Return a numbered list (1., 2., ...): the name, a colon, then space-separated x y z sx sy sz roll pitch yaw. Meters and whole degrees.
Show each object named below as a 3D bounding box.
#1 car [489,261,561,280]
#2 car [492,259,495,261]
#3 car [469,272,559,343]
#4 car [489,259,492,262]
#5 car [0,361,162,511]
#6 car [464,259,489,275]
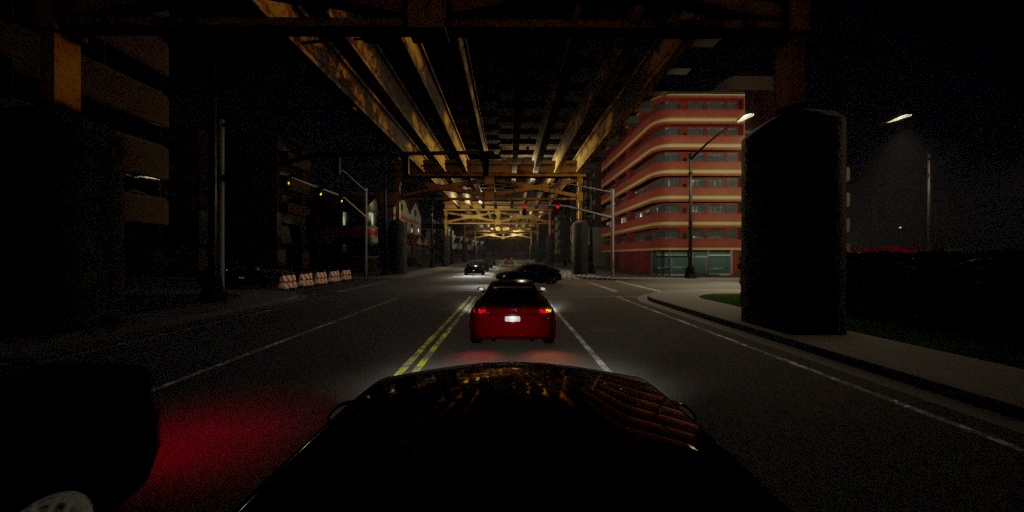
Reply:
1. car: 1.109 1.276 24.462 4.674 1.442 1.812 0 -1 -21
2. car: -4.101 1.264 57.875 1.812 1.442 4.674 0 0 0
3. car: 0.006 1.314 9.663 1.994 1.385 4.181 0 0 0
4. car: -4.016 1.351 47.553 1.895 1.301 4.718 0 0 0
5. car: -3.594 1.227 0.581 1.882 1.535 5.008 0 0 -1
6. car: -3.933 1.314 38.667 1.994 1.385 4.181 0 0 0
